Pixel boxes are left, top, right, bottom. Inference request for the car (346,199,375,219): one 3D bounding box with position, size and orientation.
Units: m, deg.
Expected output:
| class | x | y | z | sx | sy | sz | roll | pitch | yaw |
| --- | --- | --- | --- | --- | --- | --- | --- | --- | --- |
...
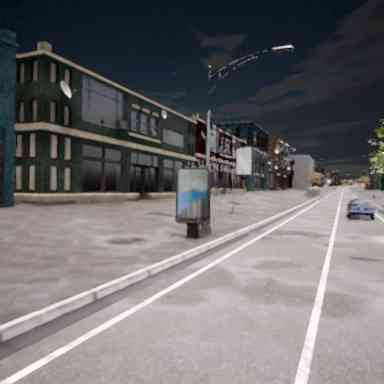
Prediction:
| class | x | y | z | sx | sy | sz | roll | pitch | yaw |
| --- | --- | --- | --- | --- | --- | --- | --- | --- | --- |
| car | 13.344 | 1.266 | 26.381 | 2.033 | 1.411 | 5.357 | 1 | 1 | 25 |
